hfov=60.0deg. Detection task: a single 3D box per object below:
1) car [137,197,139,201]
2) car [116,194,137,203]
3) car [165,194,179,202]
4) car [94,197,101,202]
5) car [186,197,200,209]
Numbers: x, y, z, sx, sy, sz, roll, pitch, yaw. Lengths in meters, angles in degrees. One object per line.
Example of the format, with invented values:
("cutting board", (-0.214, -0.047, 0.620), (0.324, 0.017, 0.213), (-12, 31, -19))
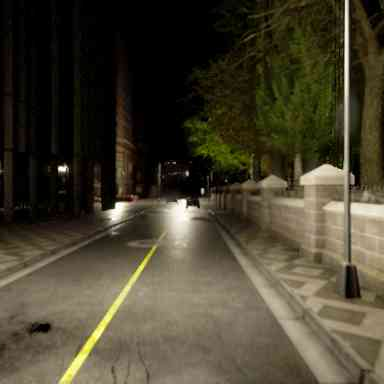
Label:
("car", (-14.861, 1.483, 79.419), (4.097, 1.590, 1.967), (-1, 1, 0))
("car", (-14.879, 1.398, 70.892), (5.009, 1.841, 2.192), (-1, 1, 0))
("car", (-2.998, 1.051, 50.914), (1.882, 1.535, 5.008), (0, 0, 0))
("car", (-20.247, 1.681, 70.912), (4.829, 1.417, 1.752), (-1, 1, 0))
("car", (0.102, 1.421, 45.199), (2.128, 1.511, 4.902), (0, 0, 0))
